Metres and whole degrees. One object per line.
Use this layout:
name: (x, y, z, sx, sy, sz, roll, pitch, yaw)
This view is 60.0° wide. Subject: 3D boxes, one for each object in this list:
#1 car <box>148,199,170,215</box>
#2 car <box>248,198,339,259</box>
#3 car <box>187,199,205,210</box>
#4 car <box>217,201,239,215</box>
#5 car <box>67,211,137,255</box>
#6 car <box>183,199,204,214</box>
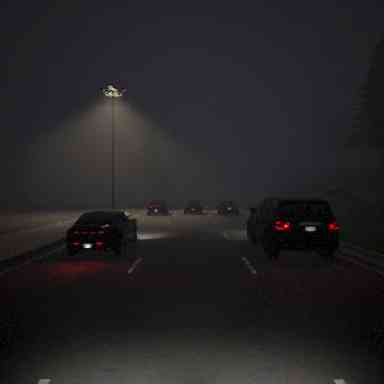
car: (-3.376, 1.502, 33.978, 1.837, 1.490, 4.892, 0, 0, 1)
car: (3.600, 1.221, 12.782, 2.150, 2.045, 5.566, 0, 0, 0)
car: (0.582, 1.599, 44.118, 1.895, 1.301, 4.718, 0, 0, 5)
car: (3.624, 1.562, 33.955, 1.994, 1.385, 4.181, 0, 0, 1)
car: (-3.400, 1.504, 13.256, 1.837, 1.490, 4.892, 0, 0, 0)
car: (0.133, 1.525, 34.949, 1.812, 1.442, 4.674, 0, 0, 1)
